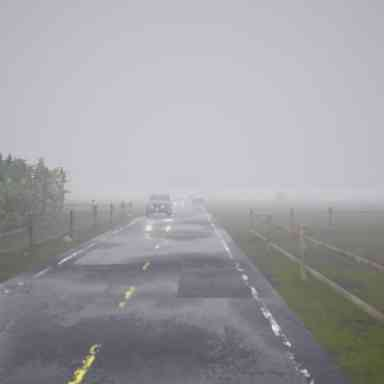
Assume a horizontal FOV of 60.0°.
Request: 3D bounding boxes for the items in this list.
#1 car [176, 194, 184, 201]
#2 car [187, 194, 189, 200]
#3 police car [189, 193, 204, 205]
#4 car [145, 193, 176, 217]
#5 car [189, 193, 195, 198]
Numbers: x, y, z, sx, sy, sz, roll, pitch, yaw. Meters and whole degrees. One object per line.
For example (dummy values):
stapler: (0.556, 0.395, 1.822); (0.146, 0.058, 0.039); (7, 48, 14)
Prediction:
car: (-2.773, 1.209, 71.755); (1.812, 1.442, 4.674); (0, 0, 0)
car: (-0.024, 1.076, 74.820); (1.837, 1.490, 4.892); (0, 0, 0)
police car: (0.944, 1.212, 55.758); (1.930, 1.638, 5.238); (0, 0, 0)
car: (-2.859, 1.110, 29.961); (2.150, 2.045, 5.566); (0, 0, 0)
car: (-0.028, 0.975, 91.198); (1.812, 1.442, 4.674); (0, 0, 0)
